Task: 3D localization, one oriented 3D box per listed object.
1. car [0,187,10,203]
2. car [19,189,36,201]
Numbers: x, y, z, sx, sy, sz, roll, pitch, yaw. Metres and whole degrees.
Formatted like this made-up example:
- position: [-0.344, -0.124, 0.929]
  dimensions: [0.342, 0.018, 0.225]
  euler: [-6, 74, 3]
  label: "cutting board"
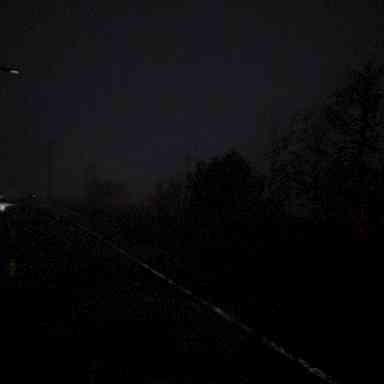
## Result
- position: [-23.578, 0.491, 40.371]
  dimensions: [1.882, 1.535, 5.008]
  euler: [3, -1, -28]
  label: "car"
- position: [-24.394, 0.559, 49.677]
  dimensions: [2.033, 1.411, 5.357]
  euler: [3, 0, -28]
  label: "car"
